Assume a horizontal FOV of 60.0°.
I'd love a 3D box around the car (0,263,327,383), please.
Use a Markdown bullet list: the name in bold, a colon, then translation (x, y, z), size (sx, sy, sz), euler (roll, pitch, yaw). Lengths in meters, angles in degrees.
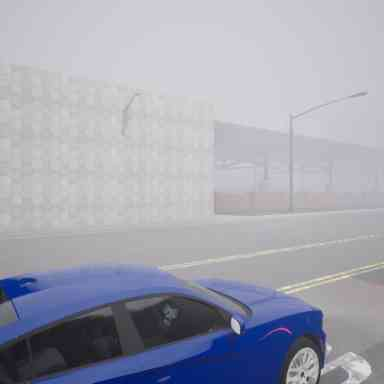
- **car**: translation (-0.691, 1.478, 3.256), size (5.008, 1.535, 1.882), euler (0, 0, -36)
